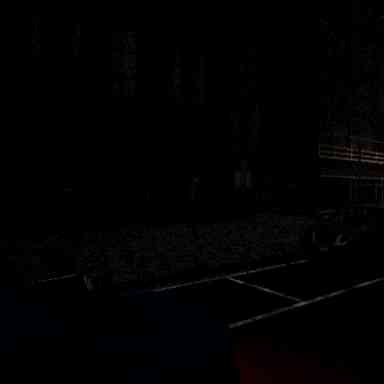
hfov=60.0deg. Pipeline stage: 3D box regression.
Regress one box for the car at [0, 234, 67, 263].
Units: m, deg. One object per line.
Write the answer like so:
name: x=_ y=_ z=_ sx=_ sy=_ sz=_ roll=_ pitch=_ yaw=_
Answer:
car: x=-3.427 y=1.441 z=4.321 sx=4.097 sy=1.590 sz=1.967 roll=0 pitch=0 yaw=-35

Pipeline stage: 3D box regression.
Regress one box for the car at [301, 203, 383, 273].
car: x=5.757 y=1.309 z=10.871 sx=5.009 sy=1.841 sz=2.192 roll=0 pitch=0 yaw=-35

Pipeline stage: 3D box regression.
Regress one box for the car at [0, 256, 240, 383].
car: x=-1.938 y=1.478 z=1.996 sx=5.008 sy=1.535 sz=1.882 roll=0 pitch=0 yaw=-36
